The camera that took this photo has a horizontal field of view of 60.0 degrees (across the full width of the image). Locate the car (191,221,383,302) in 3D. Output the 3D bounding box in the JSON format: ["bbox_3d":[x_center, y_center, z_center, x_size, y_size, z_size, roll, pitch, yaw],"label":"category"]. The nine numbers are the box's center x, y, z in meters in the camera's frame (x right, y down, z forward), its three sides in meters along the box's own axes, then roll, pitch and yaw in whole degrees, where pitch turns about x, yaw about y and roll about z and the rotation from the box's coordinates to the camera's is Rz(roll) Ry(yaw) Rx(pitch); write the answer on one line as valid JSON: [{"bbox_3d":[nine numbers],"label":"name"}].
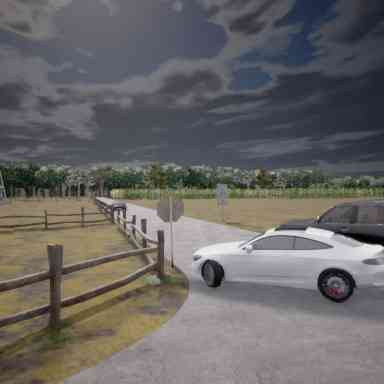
[{"bbox_3d":[2.236,1.614,8.305,4.674,1.442,1.812,-2,0,26],"label":"car"}]

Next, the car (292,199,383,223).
[{"bbox_3d":[5.108,1.231,9.829,2.150,2.045,5.566,-2,0,-40],"label":"car"}]

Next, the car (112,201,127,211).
[{"bbox_3d":[-10.869,1.988,49.470,2.033,1.411,5.357,-2,0,-18],"label":"car"}]
